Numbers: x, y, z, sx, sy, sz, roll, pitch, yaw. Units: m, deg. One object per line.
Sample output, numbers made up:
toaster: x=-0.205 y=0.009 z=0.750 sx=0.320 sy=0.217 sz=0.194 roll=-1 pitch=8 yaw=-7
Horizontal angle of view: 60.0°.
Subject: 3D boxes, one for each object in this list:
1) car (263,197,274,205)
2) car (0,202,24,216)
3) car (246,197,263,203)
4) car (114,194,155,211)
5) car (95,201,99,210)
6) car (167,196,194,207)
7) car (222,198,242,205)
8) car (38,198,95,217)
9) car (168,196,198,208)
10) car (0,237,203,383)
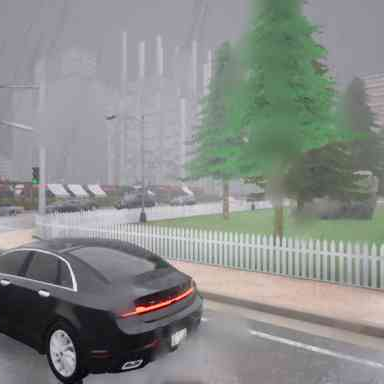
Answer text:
car: x=14.987 y=1.561 z=59.794 sx=1.994 sy=1.385 sz=4.181 roll=0 pitch=0 yaw=34
car: x=-17.970 y=1.597 z=30.005 sx=1.895 sy=1.301 sz=4.718 roll=0 pitch=0 yaw=36
car: x=11.889 y=1.219 z=61.459 sx=2.150 sy=2.045 sz=5.566 roll=0 pitch=0 yaw=34
car: x=-6.804 y=1.218 z=40.240 sx=2.150 sy=2.045 sz=5.566 roll=0 pitch=0 yaw=34
car: x=-12.835 y=1.474 z=37.538 sx=1.882 sy=1.535 sz=5.008 roll=0 pitch=0 yaw=34
car: x=-1.834 y=1.501 z=53.865 sx=1.837 sy=1.490 sz=4.892 roll=0 pitch=0 yaw=34
car: x=6.403 y=1.523 z=53.270 sx=1.812 sy=1.442 sz=4.674 roll=0 pitch=0 yaw=34
car: x=-12.276 y=1.488 z=32.092 sx=2.128 sy=1.511 sz=4.902 roll=0 pitch=0 yaw=34
car: x=-1.101 y=1.349 z=48.703 sx=2.097 sy=1.767 sz=4.553 roll=0 pitch=0 yaw=34
car: x=-2.121 y=1.504 z=5.440 sx=4.892 sy=1.490 sz=1.837 roll=0 pitch=0 yaw=36
